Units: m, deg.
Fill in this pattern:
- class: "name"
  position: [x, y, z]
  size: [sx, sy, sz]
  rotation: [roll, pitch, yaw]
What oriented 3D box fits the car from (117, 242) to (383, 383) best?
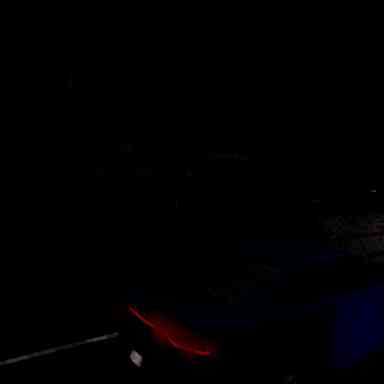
- class: "car"
  position: [1.483, 1.457, 4.668]
  size: [5.008, 1.535, 1.882]
  rotation: [0, 0, -35]
